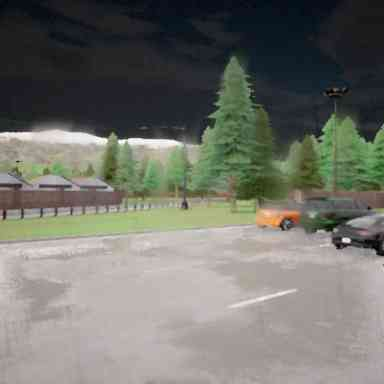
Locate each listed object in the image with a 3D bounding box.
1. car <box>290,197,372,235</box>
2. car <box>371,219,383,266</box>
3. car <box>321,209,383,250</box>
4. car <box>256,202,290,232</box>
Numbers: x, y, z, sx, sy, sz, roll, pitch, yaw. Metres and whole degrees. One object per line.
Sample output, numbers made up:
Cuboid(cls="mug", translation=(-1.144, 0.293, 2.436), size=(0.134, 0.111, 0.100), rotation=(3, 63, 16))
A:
Cuboid(cls="car", translation=(8.188, 1.303, 18.186), size=(5.566, 2.045, 2.150), rotation=(0, 0, -35))
Cuboid(cls="car", translation=(7.001, 1.529, 8.757), size=(5.008, 1.535, 1.882), rotation=(0, 0, -35))
Cuboid(cls="car", translation=(7.466, 1.592, 13.382), size=(4.674, 1.442, 1.812), rotation=(0, 0, -35))
Cuboid(cls="car", translation=(6.259, 1.435, 21.112), size=(4.553, 1.767, 2.097), rotation=(0, 0, -35))
